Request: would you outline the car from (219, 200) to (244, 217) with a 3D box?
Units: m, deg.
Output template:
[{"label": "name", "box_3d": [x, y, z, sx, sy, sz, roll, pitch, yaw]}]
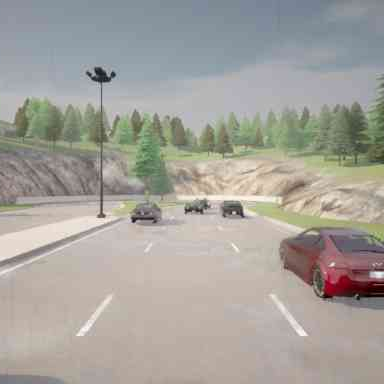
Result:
[{"label": "car", "box_3d": [3.632, 1.504, 30.812, 1.837, 1.490, 4.892, 0, 0, 1]}]

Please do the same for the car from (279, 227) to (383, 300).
[{"label": "car", "box_3d": [3.601, 1.564, 8.415, 1.994, 1.385, 4.181, 0, 0, 0]}]

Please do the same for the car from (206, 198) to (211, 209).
[{"label": "car", "box_3d": [1.341, 1.492, 44.310, 2.128, 1.511, 4.902, 0, 0, 12]}]

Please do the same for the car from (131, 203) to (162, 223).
[{"label": "car", "box_3d": [-3.399, 1.547, 25.386, 2.033, 1.411, 5.357, 0, 0, 0]}]

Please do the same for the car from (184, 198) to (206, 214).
[{"label": "car", "box_3d": [0.251, 1.601, 35.088, 1.895, 1.301, 4.718, 0, 0, 2]}]
